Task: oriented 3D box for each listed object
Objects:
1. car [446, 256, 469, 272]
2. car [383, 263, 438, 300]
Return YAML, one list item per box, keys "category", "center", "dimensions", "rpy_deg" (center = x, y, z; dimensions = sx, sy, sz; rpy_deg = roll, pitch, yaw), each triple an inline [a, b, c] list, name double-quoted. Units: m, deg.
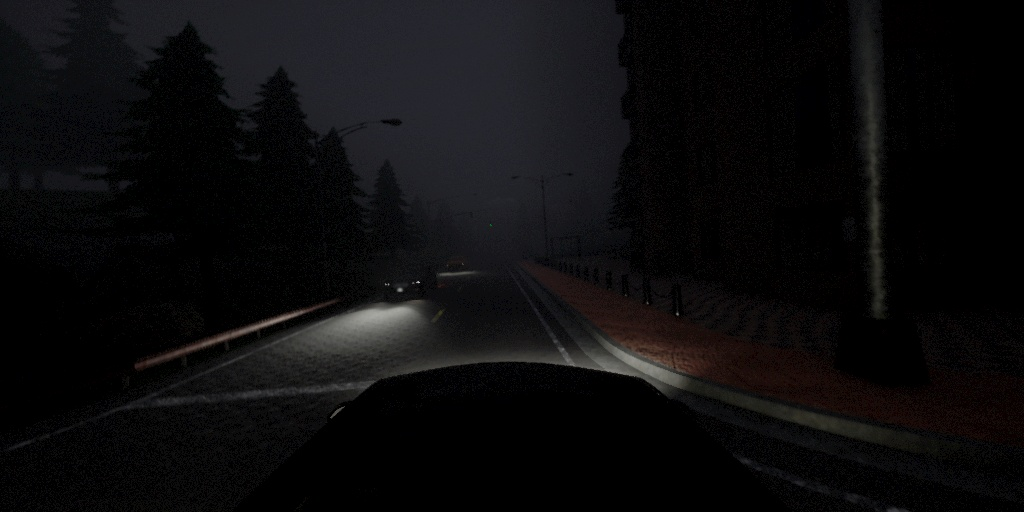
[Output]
- category: "car"
  center: [-5.580, 0.727, 36.857]
  dimensions: [1.882, 1.535, 5.008]
  rpy_deg: [-4, 1, -2]
- category: "car"
  center: [-4.978, 1.160, 18.040]
  dimensions: [2.128, 1.511, 4.902]
  rpy_deg: [-4, 1, -2]
